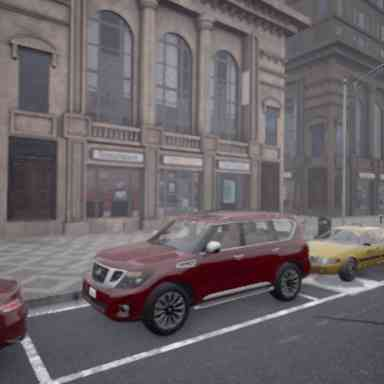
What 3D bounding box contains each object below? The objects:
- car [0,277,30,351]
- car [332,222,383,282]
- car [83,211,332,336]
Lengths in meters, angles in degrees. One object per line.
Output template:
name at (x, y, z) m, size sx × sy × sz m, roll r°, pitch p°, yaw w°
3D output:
car at (-4.144, 1.568, 3.688) m, size 4.206 × 1.307 × 1.802 m, roll 1°, pitch 0°, yaw -36°
car at (4.834, 1.629, 10.103) m, size 4.829 × 1.417 × 1.752 m, roll 1°, pitch 0°, yaw -36°
car at (0.416, 1.361, 6.945) m, size 5.009 × 1.841 × 2.192 m, roll 1°, pitch 0°, yaw -36°
